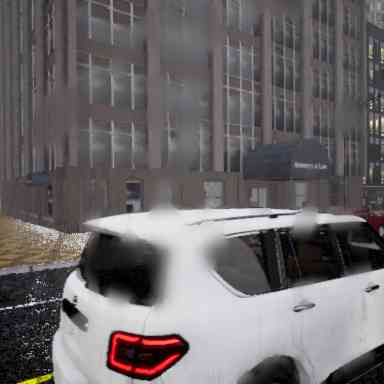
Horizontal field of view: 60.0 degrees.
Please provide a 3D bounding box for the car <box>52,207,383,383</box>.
[{"bbox_3d":[1.205,1.223,4.293,5.566,2.045,2.150,0,0,-36],"label":"car"}]

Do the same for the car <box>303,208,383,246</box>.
[{"bbox_3d":[7.474,1.542,15.764,4.507,1.381,1.887,0,-1,-35],"label":"car"}]
